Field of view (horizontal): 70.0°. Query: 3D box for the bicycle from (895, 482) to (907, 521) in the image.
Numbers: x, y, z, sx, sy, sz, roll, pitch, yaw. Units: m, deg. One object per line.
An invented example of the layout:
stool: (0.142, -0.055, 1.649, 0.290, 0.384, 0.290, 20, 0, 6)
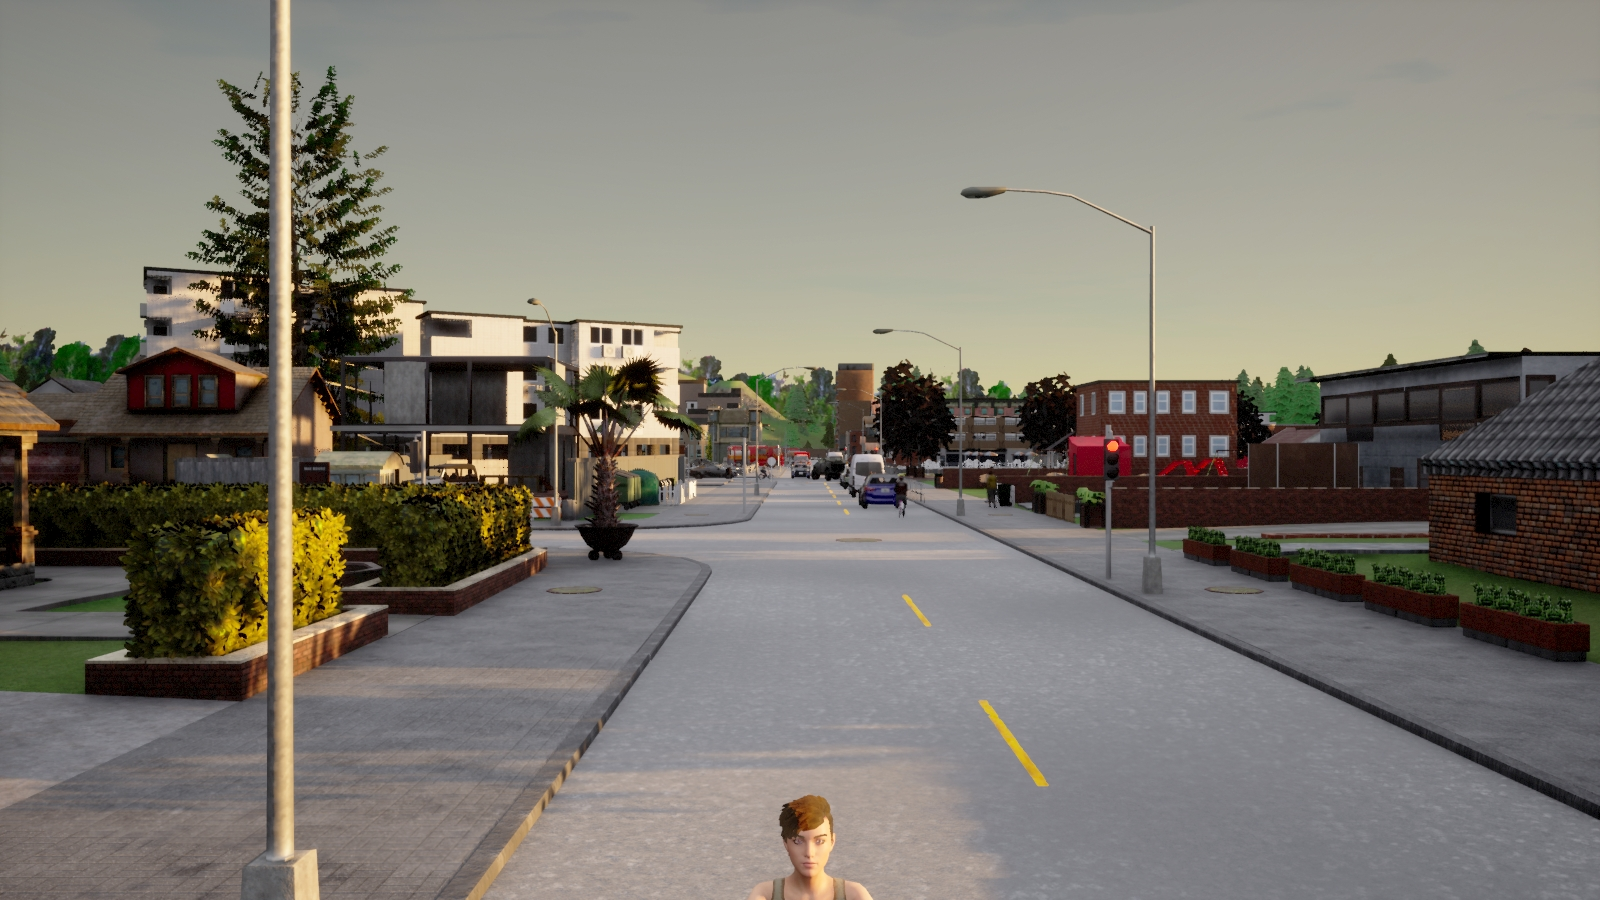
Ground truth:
bicycle: (4.092, 2.060, 46.302, 0.329, 1.471, 1.835, 0, 0, 0)

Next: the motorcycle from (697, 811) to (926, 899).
motorcycle: (0.039, 2.155, 3.558, 0.764, 1.307, 2.356, 0, 0, 0)

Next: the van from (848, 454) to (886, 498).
van: (4.037, 1.535, 69.689, 1.988, 2.561, 5.915, 0, 0, 0)

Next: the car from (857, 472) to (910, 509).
car: (4.046, 1.967, 56.171, 2.242, 1.667, 4.611, 0, 0, 0)

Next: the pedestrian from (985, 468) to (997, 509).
pedestrian: (8.737, 1.744, 52.251, 0.375, 1.860, 0.375, 0, 0, -18)
